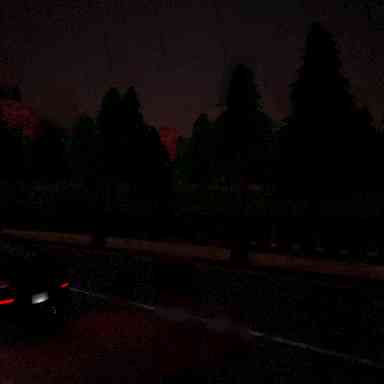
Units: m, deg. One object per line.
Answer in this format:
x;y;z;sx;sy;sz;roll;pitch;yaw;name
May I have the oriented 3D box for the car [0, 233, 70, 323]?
-4.407;1.536;6.560;4.674;1.442;1.812;0;0;31;car
